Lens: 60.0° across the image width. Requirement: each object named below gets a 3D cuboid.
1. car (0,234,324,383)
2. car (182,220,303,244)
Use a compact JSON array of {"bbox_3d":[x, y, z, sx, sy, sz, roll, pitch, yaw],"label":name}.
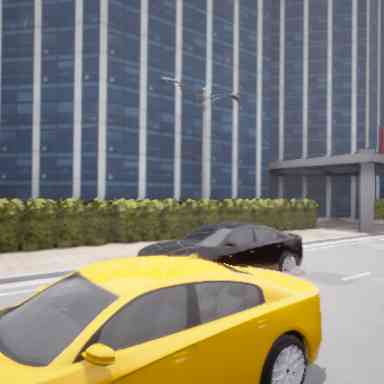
[{"bbox_3d":[-0.659,1.499,3.523,5.008,1.535,1.882,1,-1,-36],"label":"car"},{"bbox_3d":[0.938,1.563,8.983,5.008,1.535,1.882,1,-1,-36],"label":"car"}]
